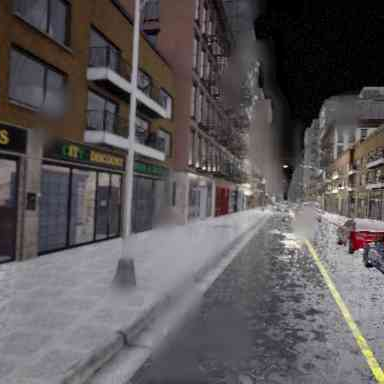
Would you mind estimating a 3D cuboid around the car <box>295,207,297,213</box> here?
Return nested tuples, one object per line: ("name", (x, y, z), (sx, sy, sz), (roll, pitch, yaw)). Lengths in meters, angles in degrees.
("car", (16.596, 2.656, 49.591), (2.097, 1.767, 4.553), (2, -1, 16))

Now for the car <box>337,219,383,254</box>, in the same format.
("car", (8.104, 1.994, 15.628), (1.882, 1.535, 5.008), (2, -1, 16))

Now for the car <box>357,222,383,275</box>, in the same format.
("car", (6.498, 1.911, 9.847), (1.812, 1.442, 4.674), (2, -1, 16))

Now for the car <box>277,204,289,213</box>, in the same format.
("car", (16.666, 2.981, 61.089), (1.812, 1.442, 4.674), (2, -1, 16))

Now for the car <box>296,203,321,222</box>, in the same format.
("car", (13.193, 2.217, 37.227), (2.150, 2.045, 5.566), (2, -1, 17))
